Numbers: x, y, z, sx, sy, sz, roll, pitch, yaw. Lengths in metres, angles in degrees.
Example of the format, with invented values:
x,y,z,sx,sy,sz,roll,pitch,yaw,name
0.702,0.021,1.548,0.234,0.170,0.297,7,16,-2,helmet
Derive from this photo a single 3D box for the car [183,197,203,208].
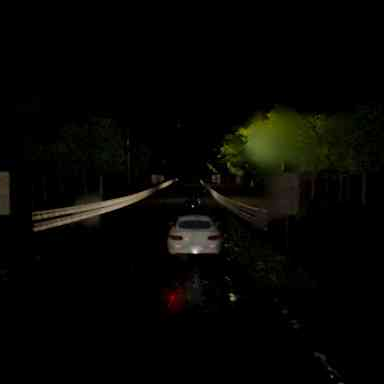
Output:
x,y,z,sx,sy,sz,roll,pitch,yaw,name
0.090,1.225,33.244,1.994,1.385,4.181,0,2,0,car

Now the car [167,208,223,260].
x,y,z,sx,sy,sz,roll,pitch,yaw,name
0.094,1.515,12.197,1.812,1.442,4.674,0,0,0,car
